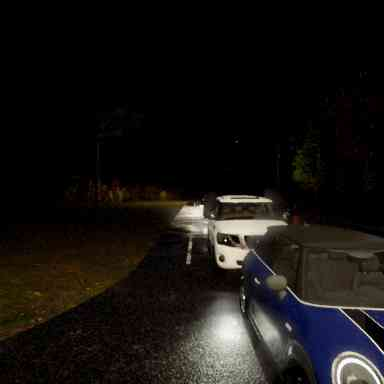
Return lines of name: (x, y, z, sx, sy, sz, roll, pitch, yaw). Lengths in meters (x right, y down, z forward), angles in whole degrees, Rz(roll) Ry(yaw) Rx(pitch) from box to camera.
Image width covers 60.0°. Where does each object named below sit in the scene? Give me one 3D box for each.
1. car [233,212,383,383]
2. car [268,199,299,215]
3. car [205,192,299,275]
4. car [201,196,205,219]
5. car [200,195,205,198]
car: (1.932, 1.338, 4.208, 2.097, 1.767, 4.553, 0, 0, -1)
car: (8.938, 1.429, 32.887, 1.895, 1.301, 4.718, 0, 0, 1)
car: (1.654, 1.160, 10.552, 2.150, 2.045, 5.566, 0, 0, 1)
car: (1.862, 1.332, 27.273, 1.882, 1.535, 5.008, 0, 0, 1)
car: (2.289, 1.231, 52.902, 1.837, 1.490, 4.892, 0, 0, 2)
